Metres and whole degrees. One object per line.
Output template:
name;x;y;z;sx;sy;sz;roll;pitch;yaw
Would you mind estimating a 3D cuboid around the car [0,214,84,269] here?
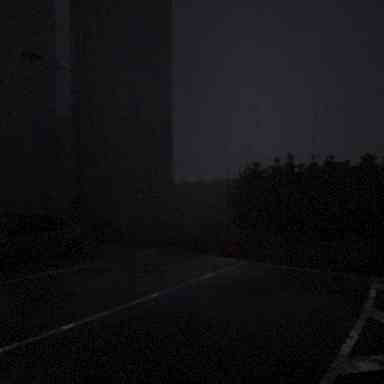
car;-5.707;1.589;11.055;1.851;1.617;3.988;-1;0;35
